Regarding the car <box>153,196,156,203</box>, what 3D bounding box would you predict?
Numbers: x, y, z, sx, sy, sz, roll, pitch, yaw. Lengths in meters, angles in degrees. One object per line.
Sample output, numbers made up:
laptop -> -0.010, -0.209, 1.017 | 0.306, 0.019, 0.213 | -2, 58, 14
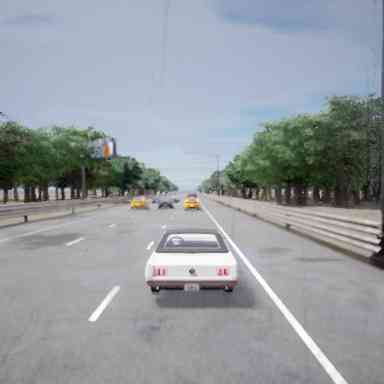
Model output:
car -> -7.004, 1.557, 69.317 | 2.033, 1.411, 5.357 | 0, 0, 0

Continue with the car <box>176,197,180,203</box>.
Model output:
car -> -3.504, 1.613, 69.604 | 1.895, 1.301, 4.718 | 0, 0, 0

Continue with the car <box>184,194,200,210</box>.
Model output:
car -> -0.003, 1.475, 43.314 | 1.882, 1.535, 5.008 | 0, 0, 0

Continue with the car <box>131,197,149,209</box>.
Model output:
car -> -6.997, 1.486, 45.149 | 1.882, 1.535, 5.008 | 0, 0, 0

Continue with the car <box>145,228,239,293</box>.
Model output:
car -> 0.002, 1.589, 8.768 | 1.895, 1.301, 4.718 | 0, 0, 0

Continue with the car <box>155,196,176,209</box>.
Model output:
car -> -3.499, 1.535, 45.368 | 1.812, 1.442, 4.674 | 0, 0, 0

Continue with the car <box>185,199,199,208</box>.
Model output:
car -> -0.005, 1.623, 48.334 | 1.895, 1.301, 4.718 | 0, -1, 1
